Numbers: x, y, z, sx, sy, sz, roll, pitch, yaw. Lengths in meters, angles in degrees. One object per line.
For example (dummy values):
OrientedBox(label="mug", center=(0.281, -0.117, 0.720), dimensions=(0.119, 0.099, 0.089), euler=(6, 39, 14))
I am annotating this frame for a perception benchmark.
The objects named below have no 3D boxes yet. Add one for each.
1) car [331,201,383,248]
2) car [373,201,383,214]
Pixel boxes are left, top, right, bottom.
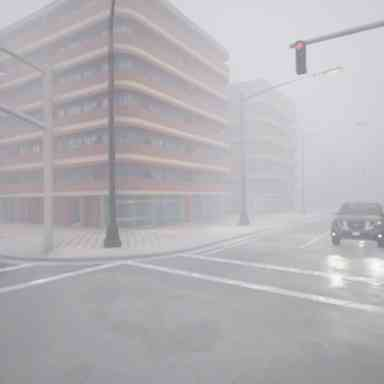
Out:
OrientedBox(label="car", center=(8.513, 1.471, 16.738), dimensions=(2.150, 2.045, 5.566), euler=(-1, -1, 31))
OrientedBox(label="car", center=(25.123, 2.035, 43.769), dimensions=(1.882, 1.535, 5.008), euler=(-2, -1, 32))
